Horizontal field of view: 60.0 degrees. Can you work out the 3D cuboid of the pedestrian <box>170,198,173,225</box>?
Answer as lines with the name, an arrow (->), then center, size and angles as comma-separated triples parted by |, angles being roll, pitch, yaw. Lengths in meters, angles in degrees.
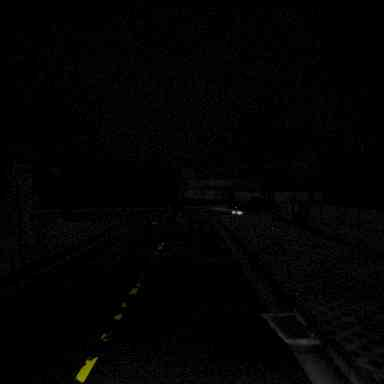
pedestrian -> -1.217, 1.271, 22.391 | 0.375, 1.860, 0.375 | -3, 3, 1

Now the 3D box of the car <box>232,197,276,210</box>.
car -> 7.356, 1.324, 39.145 | 5.357, 1.411, 2.033 | -1, 3, -29

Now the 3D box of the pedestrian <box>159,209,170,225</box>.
pedestrian -> -1.919, 1.652, 21.711 | 0.500, 1.100, 0.500 | -3, 3, 1

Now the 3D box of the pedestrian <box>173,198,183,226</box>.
pedestrian -> -0.816, 1.272, 21.185 | 0.375, 1.860, 0.375 | -3, 3, 1
